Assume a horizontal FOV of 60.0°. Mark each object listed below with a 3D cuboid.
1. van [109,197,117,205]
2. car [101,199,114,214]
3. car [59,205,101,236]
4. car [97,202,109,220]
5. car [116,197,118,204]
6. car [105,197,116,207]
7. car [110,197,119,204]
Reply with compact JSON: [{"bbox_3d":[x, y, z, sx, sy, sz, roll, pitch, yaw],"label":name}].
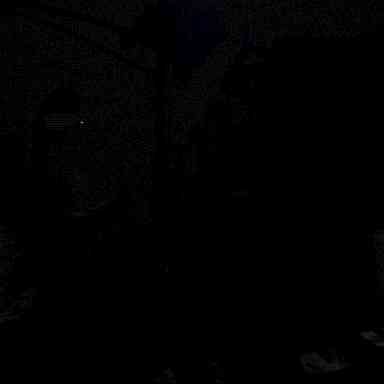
[{"bbox_3d":[-18.771,2.163,79.555,1.690,1.788,3.998,-1,0,-11],"label":"van"},{"bbox_3d":[-11.123,1.972,41.591,1.887,1.381,4.507,-1,0,-11],"label":"car"},{"bbox_3d":[-6.755,1.748,19.897,1.887,1.381,4.507,-1,0,-11],"label":"car"},{"bbox_3d":[-8.938,1.897,30.744,1.802,1.307,4.206,-1,0,-11],"label":"car"},{"bbox_3d":[-15.491,2.203,63.284,2.008,1.369,4.403,-1,0,-11],"label":"car"},{"bbox_3d":[-12.217,1.924,47.015,1.967,1.590,4.097,-1,0,-11],"label":"car"},{"bbox_3d":[-20.955,2.250,90.402,2.192,1.841,5.009,-1,0,-11],"label":"car"}]
